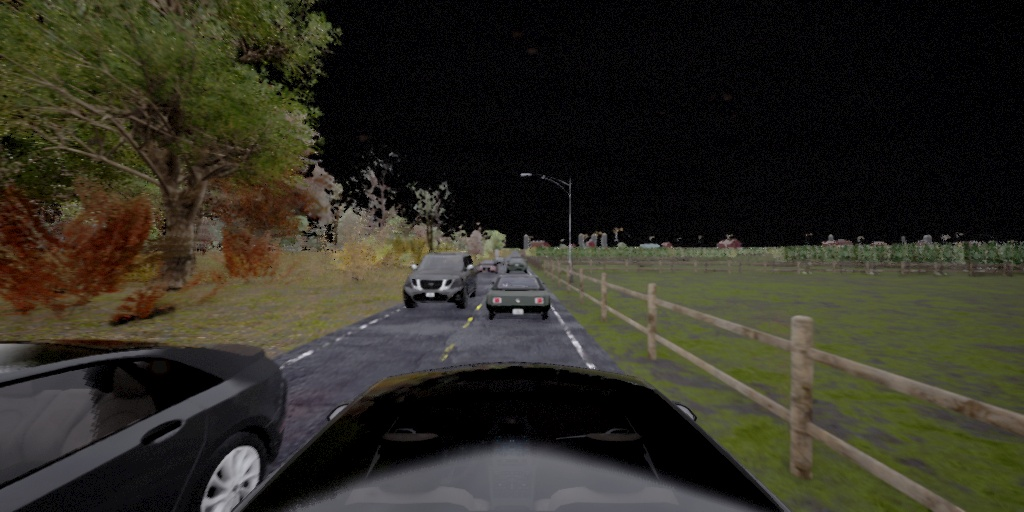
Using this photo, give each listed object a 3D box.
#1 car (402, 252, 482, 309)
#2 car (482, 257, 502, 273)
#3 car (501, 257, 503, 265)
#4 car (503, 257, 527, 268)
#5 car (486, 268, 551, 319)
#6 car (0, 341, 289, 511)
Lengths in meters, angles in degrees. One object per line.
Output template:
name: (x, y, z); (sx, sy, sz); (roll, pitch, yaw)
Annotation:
car: (-2.701, 0.875, 14.759); (2.150, 2.045, 5.566); (0, 1, 1)
car: (-2.345, 1.083, 35.528); (1.994, 1.385, 4.181); (0, 0, 1)
car: (-2.032, 0.890, 59.992); (1.837, 1.490, 4.892); (0, 0, 1)
car: (0.509, 0.871, 37.034); (2.097, 1.767, 4.553); (0, 0, 1)
car: (0.212, 1.289, 12.467); (1.895, 1.301, 4.718); (0, 0, 1)
car: (-2.865, 1.245, 1.135); (1.837, 1.490, 4.892); (0, 1, 0)
